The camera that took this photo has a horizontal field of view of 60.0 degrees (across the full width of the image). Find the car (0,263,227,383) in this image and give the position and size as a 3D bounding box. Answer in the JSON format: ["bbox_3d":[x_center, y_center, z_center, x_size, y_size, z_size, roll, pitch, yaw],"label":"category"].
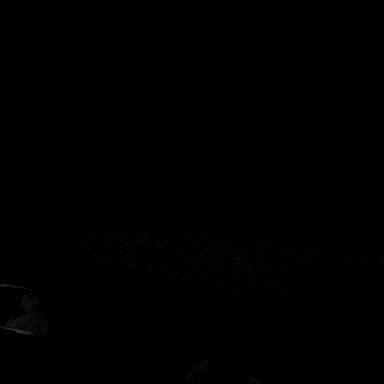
[{"bbox_3d":[-1.650,1.574,4.025,4.313,1.339,1.947,0,0,36],"label":"car"}]
